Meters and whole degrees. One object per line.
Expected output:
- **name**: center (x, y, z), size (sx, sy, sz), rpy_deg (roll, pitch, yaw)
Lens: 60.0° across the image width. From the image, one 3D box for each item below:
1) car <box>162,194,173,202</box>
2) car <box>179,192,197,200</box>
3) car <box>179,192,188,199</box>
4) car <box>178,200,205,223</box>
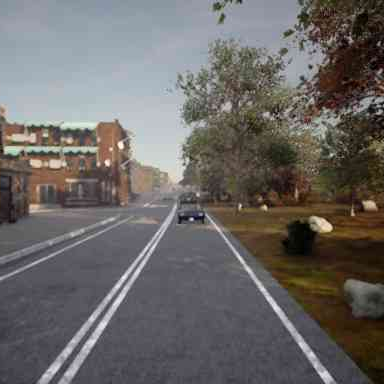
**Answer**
- **car**: center (-4.726, 1.140, 64.975), size (1.994, 1.385, 4.181), rpy_deg (0, 1, -2)
- **car**: center (-0.489, 1.049, 42.714), size (2.150, 2.045, 5.566), rpy_deg (0, 0, -2)
- **car**: center (-1.966, 0.772, 75.188), size (1.994, 1.385, 4.181), rpy_deg (0, 1, -3)
- **car**: center (-0.063, 1.519, 24.418), size (1.895, 1.301, 4.718), rpy_deg (0, 0, -1)
